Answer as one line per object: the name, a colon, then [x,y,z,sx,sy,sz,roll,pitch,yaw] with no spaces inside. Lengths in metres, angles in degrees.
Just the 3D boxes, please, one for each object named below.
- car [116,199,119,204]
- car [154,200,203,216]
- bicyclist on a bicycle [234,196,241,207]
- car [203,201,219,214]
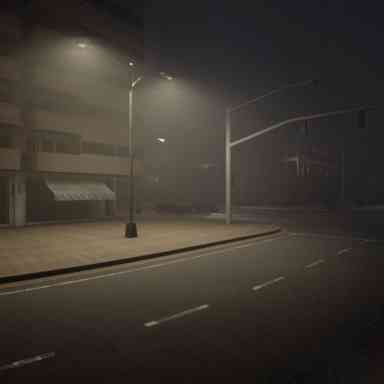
car: [-15.272,1.602,59.228,5.357,1.411,2.033,0,0,41]
car: [-1.701,1.546,33.554,4.902,1.511,2.128,0,0,41]
bicyclist on a bicycle: [6.415,1.355,46.991,0.582,1.620,1.656,0,0,41]
car: [0.903,1.619,35.931,4.181,1.385,1.994,0,0,41]
